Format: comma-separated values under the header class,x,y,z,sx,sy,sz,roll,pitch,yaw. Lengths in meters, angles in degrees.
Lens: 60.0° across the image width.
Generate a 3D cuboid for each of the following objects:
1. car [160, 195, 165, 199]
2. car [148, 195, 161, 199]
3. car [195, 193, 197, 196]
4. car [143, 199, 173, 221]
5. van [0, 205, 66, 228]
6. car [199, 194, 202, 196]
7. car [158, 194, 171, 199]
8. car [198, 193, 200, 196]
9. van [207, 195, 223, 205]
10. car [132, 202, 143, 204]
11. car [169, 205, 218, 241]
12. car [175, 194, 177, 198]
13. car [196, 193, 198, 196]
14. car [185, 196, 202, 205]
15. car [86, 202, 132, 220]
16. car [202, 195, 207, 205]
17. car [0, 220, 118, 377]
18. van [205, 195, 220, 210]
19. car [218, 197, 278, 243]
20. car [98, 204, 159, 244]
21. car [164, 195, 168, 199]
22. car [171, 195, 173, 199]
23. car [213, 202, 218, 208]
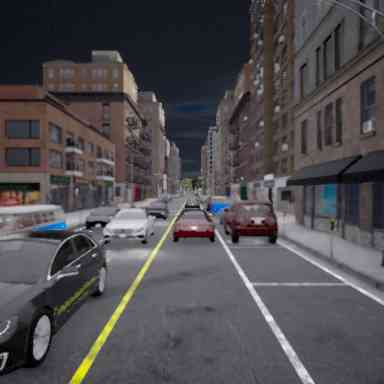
class,x,y,z,sx,sy,sz,roll,pitch,yaw
car,-5.424,1.530,48.419,2.008,1.369,4.403,0,0,0
car,-5.423,1.507,42.844,1.752,1.417,4.829,0,0,0
car,2.592,1.521,86.268,2.008,1.369,4.403,0,0,0
car,-2.845,1.537,27.493,2.033,1.411,5.357,0,0,0
van,-5.413,1.335,10.575,1.690,1.788,3.998,0,0,0
car,2.632,1.505,59.407,1.752,1.417,4.829,0,0,0
car,-5.428,1.290,59.231,2.192,1.841,5.009,0,0,0
car,2.624,1.418,64.643,1.967,1.590,4.097,0,0,0
van,2.672,1.332,32.206,1.690,1.788,3.998,0,0,0
car,-5.418,1.533,26.794,1.887,1.381,4.507,0,0,0
car,0.090,1.559,16.785,1.994,1.385,4.181,0,0,0
car,-5.434,1.518,80.857,2.008,1.369,4.403,0,0,0
car,2.600,1.497,81.032,1.752,1.417,4.829,0,0,0
car,0.074,1.548,45.128,1.994,1.385,4.181,0,0,0
car,-5.416,1.556,21.388,1.947,1.339,4.313,0,0,0
car,2.664,1.304,37.613,2.192,1.841,5.009,0,0,0
car,-2.844,1.502,5.819,1.837,1.490,4.892,0,0,0
van,2.656,1.328,43.019,1.690,1.788,3.998,0,0,0
car,2.696,1.312,15.987,2.192,1.841,5.009,0,0,0
car,-2.845,1.519,15.924,1.812,1.442,4.674,0,0,0
car,-5.426,1.543,53.825,1.947,1.339,4.313,0,0,0
car,-5.431,1.553,70.044,1.802,1.307,4.206,0,0,0
car,2.688,1.546,21.394,2.008,1.369,4.403,0,0,0
